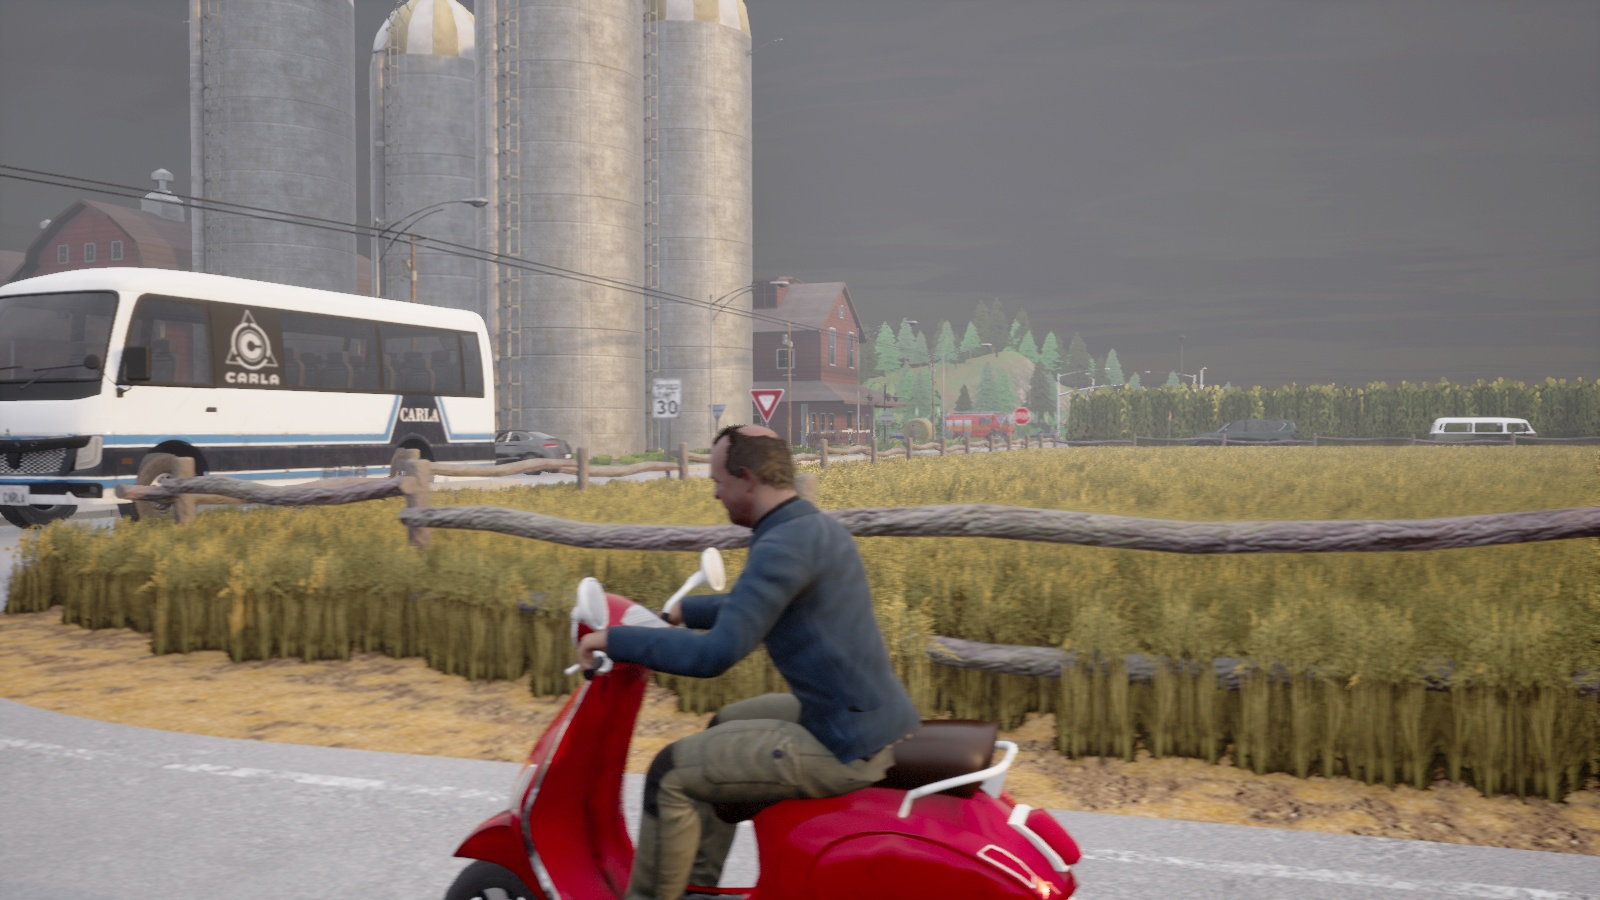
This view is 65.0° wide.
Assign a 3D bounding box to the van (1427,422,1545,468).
[{"bbox_3d":[31.241,-0.242,57.326,4.480,2.038,2.069,0,1,21],"label":"van"}]

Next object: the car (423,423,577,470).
[{"bbox_3d":[-10.890,-0.156,45.758,5.027,1.651,2.152,0,1,12],"label":"car"}]

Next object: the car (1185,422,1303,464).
[{"bbox_3d":[22.587,-0.373,63.943,5.566,2.045,2.150,1,1,21],"label":"car"}]

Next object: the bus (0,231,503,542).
[{"bbox_3d":[-10.058,-0.945,22.690,3.944,4.253,10.273,1,1,22],"label":"bus"}]

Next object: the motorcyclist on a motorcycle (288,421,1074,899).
[{"bbox_3d":[-0.261,0.729,3.241,1.817,1.590,0.866,0,1,18],"label":"motorcyclist on a motorcycle"}]
